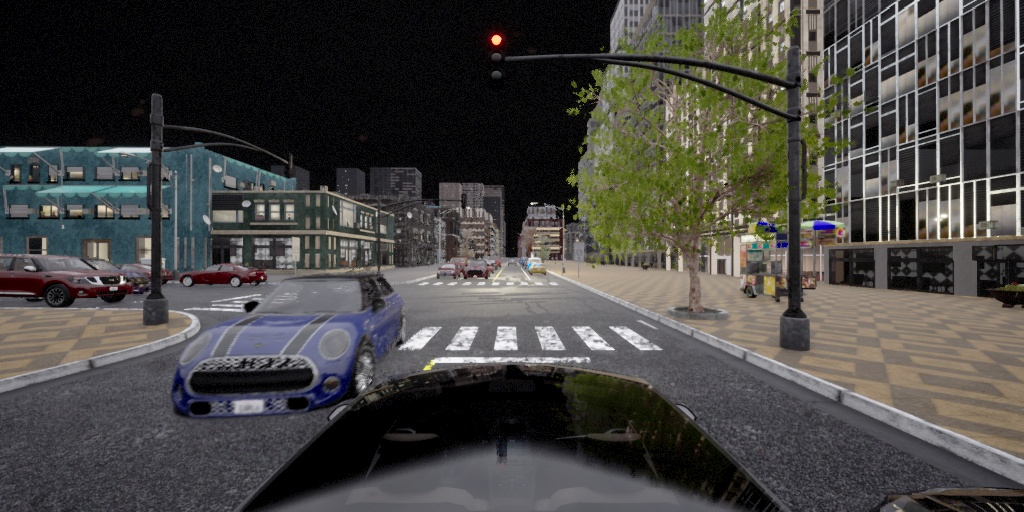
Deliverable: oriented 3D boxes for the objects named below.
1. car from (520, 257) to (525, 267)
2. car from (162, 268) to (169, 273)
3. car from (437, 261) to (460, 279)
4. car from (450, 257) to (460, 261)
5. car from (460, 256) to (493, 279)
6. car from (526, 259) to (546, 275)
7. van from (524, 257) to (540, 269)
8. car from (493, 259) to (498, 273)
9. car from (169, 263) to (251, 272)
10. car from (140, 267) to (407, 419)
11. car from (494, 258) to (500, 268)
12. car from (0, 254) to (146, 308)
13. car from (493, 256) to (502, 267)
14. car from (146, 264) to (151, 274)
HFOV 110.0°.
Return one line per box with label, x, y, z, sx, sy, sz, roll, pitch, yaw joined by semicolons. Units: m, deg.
car;2.720;1.307;54.706;2.007;1.370;4.403;0;0;0
car;-22.809;1.090;21.427;4.207;1.307;1.802;0;0;-1
car;-5.672;1.335;32.504;1.802;1.307;4.207;0;0;0
car;-5.669;1.069;38.055;2.192;1.841;5.009;0;0;0
car;-3.082;1.105;32.201;2.097;1.767;4.553;0;0;0
car;2.711;1.279;38.223;1.751;1.417;4.829;0;0;0
van;2.715;1.096;43.604;1.690;1.789;3.998;0;0;0
car;-3.077;1.319;42.115;1.994;1.385;4.181;0;0;0
car;-17.265;1.122;21.502;4.507;1.381;1.888;0;0;-1
car;-3.228;1.102;6.264;2.097;1.767;4.553;0;0;-7
car;-3.062;1.282;52.197;1.812;1.442;4.674;0;0;0
car;-17.151;0.850;13.122;5.009;1.841;2.192;0;0;-1
car;-3.012;0.977;62.786;2.150;2.045;5.566;0;0;1
car;-18.751;0.880;15.695;4.553;1.767;2.097;1;0;-1
